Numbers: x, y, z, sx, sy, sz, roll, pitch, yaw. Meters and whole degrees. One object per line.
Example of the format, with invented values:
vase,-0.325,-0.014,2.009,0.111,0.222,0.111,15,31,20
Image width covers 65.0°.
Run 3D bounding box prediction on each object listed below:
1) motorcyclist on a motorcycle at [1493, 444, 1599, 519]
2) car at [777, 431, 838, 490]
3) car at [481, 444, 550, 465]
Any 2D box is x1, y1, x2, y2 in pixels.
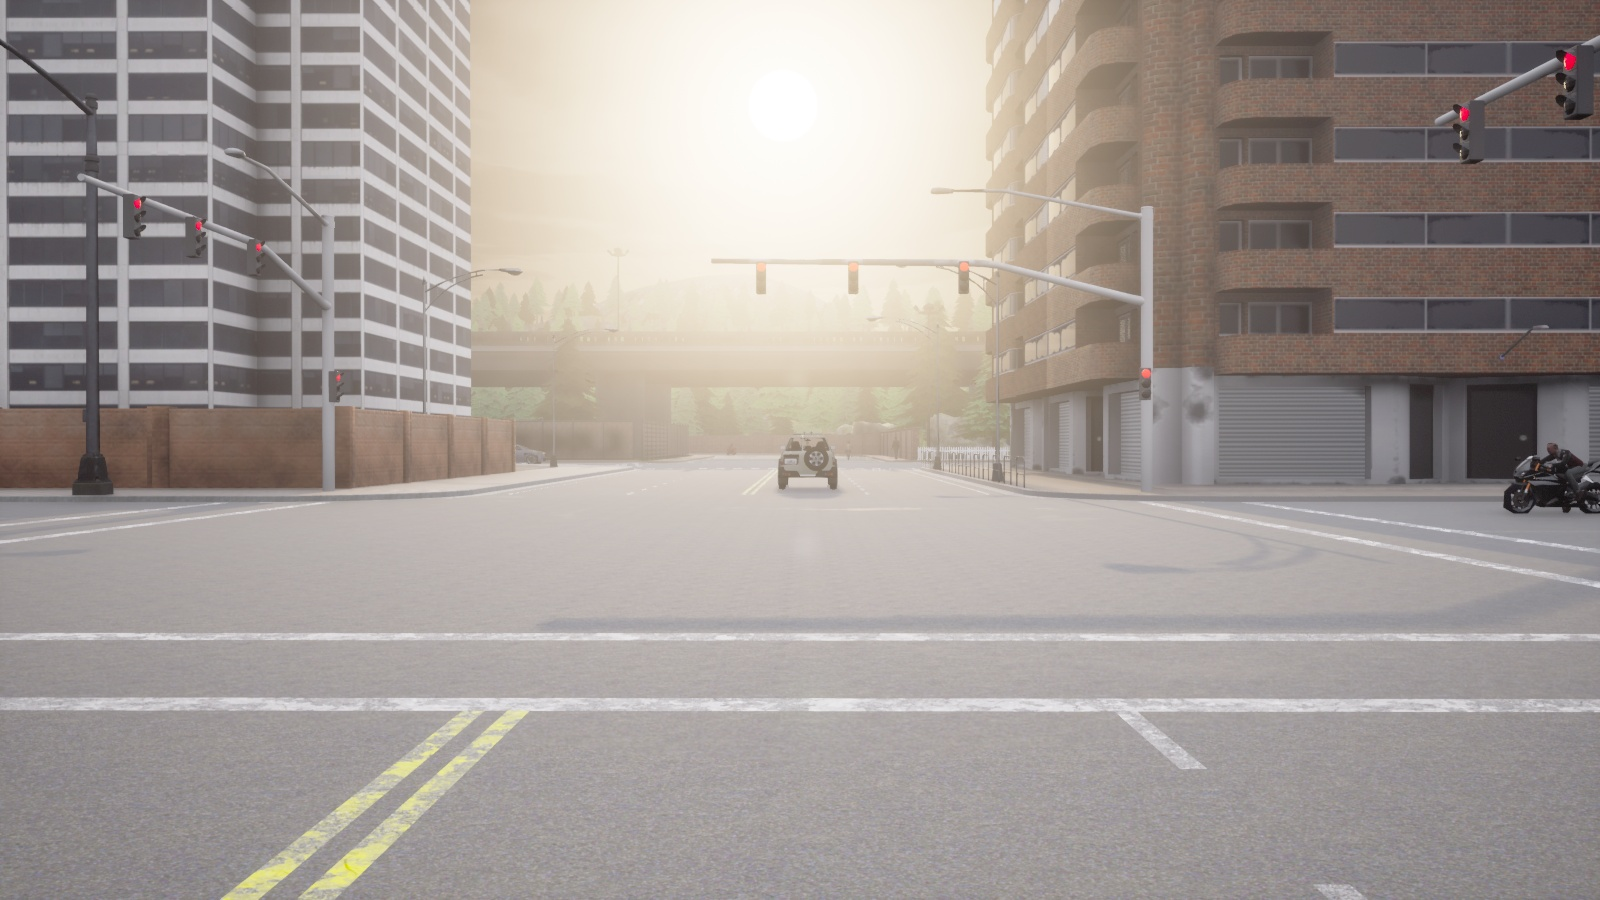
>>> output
motorcyclist on a motorcycle,15.862,0.646,26.328,2.191,1.530,0.866,0,0,1
car,0.261,0.327,41.934,1.932,1.855,4.605,0,0,0
car,-18.803,0.271,83.105,4.181,1.385,1.994,0,0,0
